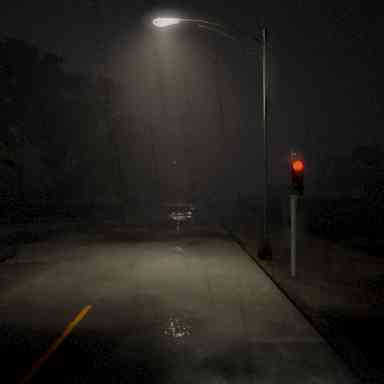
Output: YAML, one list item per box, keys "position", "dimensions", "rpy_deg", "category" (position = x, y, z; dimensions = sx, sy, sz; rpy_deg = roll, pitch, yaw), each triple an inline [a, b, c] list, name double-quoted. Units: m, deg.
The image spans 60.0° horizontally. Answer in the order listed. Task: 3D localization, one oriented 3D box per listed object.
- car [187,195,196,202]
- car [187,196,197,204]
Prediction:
- position: [-0.061, 1.540, 78.015]
  dimensions: [2.033, 1.411, 5.357]
  rpy_deg: [0, 0, 0]
  category: "car"
- position: [0.049, 1.505, 64.748]
  dimensions: [1.837, 1.490, 4.892]
  rpy_deg: [0, 0, 0]
  category: "car"
